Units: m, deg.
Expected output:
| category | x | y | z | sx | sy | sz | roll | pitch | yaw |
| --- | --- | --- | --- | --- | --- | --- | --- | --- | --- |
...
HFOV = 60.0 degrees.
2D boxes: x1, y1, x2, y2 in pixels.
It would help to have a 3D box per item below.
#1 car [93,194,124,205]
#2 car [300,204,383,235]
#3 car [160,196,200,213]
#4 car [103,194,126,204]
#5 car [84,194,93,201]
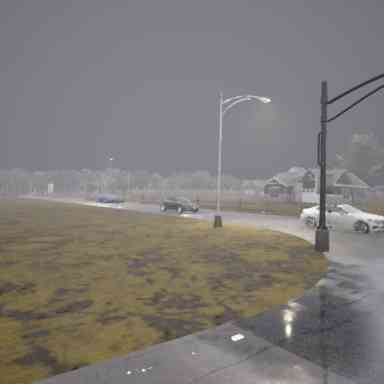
| category | x | y | z | sx | sy | sz | roll | pitch | yaw |
| --- | --- | --- | --- | --- | --- | --- | --- | --- | --- |
| car | -11.486 | 0.954 | 45.547 | 1.882 | 1.535 | 5.008 | 2 | -1 | -35 |
| car | 8.088 | 1.369 | 18.001 | 1.812 | 1.442 | 4.674 | 2 | -1 | -35 |
| car | -1.190 | 1.155 | 31.049 | 1.837 | 1.490 | 4.892 | 2 | 0 | -35 |
| car | -12.392 | 1.084 | 52.995 | 1.994 | 1.385 | 4.181 | 2 | -1 | -35 |
| car | -18.191 | 1.004 | 61.146 | 2.033 | 1.411 | 5.357 | 2 | -1 | -35 |
